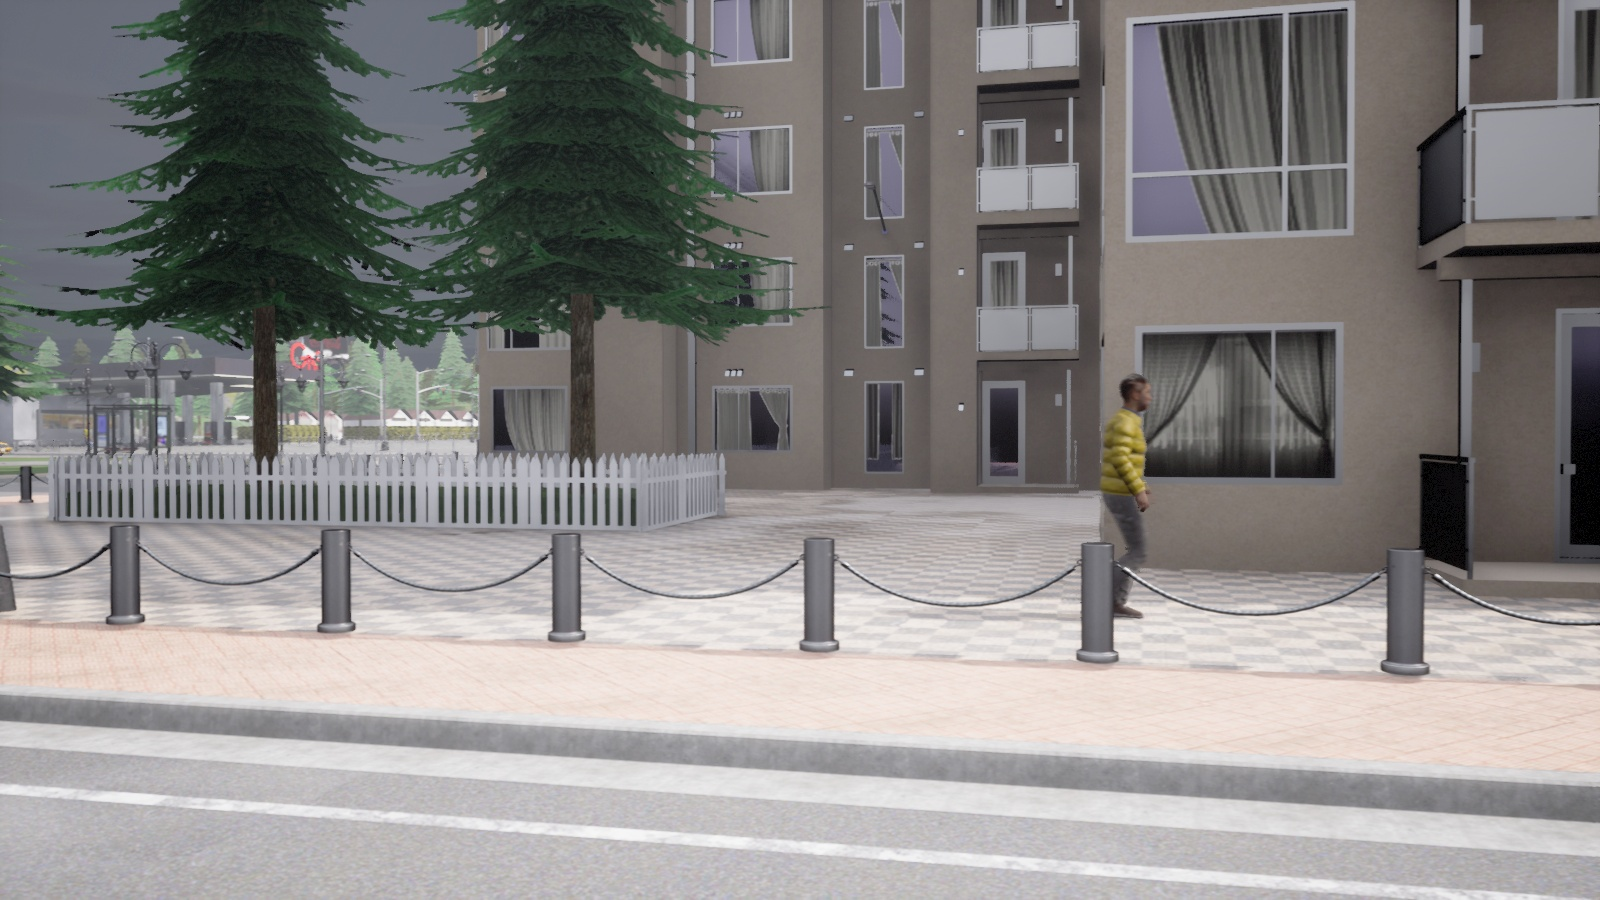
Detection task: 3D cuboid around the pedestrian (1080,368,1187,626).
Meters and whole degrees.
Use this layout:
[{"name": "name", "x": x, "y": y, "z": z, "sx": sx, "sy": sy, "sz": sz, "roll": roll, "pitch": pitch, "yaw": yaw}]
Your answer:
[{"name": "pedestrian", "x": 2.433, "y": 0.329, "z": 9.216, "sx": 0.709, "sy": 1.840, "sz": 0.431, "roll": 1, "pitch": 1, "yaw": 11}]
